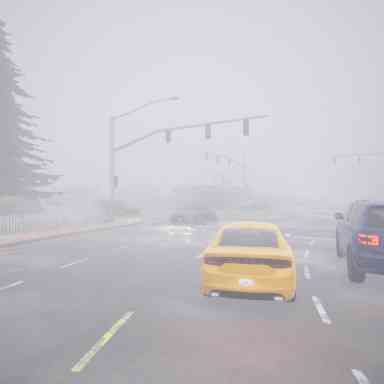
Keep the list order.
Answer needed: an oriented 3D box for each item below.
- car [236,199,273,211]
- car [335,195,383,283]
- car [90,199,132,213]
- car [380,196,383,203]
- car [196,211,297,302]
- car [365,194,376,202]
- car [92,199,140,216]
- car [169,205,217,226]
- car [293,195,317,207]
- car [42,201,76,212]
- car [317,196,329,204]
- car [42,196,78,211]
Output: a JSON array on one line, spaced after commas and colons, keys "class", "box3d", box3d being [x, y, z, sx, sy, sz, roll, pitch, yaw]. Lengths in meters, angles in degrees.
[{"class": "car", "box3d": [7.385, 1.556, 39.064, 4.674, 1.442, 1.812, 0, 1, -29]}, {"class": "car", "box3d": [5.453, 1.221, 9.459, 2.150, 2.045, 5.566, 0, 0, 19]}, {"class": "car", "box3d": [-9.322, 1.560, 38.132, 4.892, 1.490, 1.837, 0, 0, 32]}, {"class": "car", "box3d": [40.485, 1.540, 69.234, 2.033, 1.411, 5.357, 0, 0, 31]}, {"class": "car", "box3d": [1.490, 1.478, 8.426, 1.882, 1.535, 5.008, 0, 0, 12]}, {"class": "car", "box3d": [42.809, 1.355, 79.739, 2.097, 1.767, 4.553, 0, 0, 31]}, {"class": "car", "box3d": [-7.255, 1.560, 32.715, 4.892, 1.490, 1.837, 0, 0, 34]}, {"class": "car", "box3d": [0.173, 1.588, 23.500, 1.994, 1.385, 4.181, 0, 0, 30]}, {"class": "car", "box3d": [17.528, 1.547, 52.010, 2.033, 1.411, 5.357, 0, 0, 32]}, {"class": "car", "box3d": [-15.106, 1.581, 37.607, 4.674, 1.442, 1.812, 0, 0, 32]}, {"class": "car", "box3d": [25.286, 1.526, 64.511, 1.812, 1.442, 4.674, 0, 0, 31]}, {"class": "car", "box3d": [-17.048, 1.407, 42.941, 4.553, 1.767, 2.097, 0, 0, 32]}]
